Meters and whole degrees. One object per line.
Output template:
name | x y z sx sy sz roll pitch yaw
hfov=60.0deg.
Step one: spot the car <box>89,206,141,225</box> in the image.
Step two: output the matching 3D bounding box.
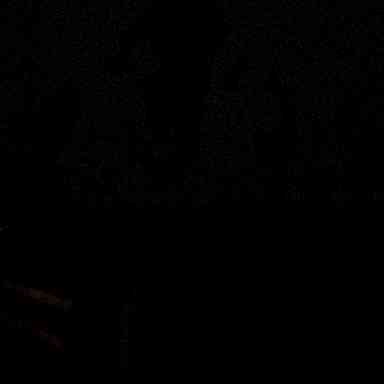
car | -6.632 1.969 29.220 1.882 1.535 5.008 -1 -2 35
